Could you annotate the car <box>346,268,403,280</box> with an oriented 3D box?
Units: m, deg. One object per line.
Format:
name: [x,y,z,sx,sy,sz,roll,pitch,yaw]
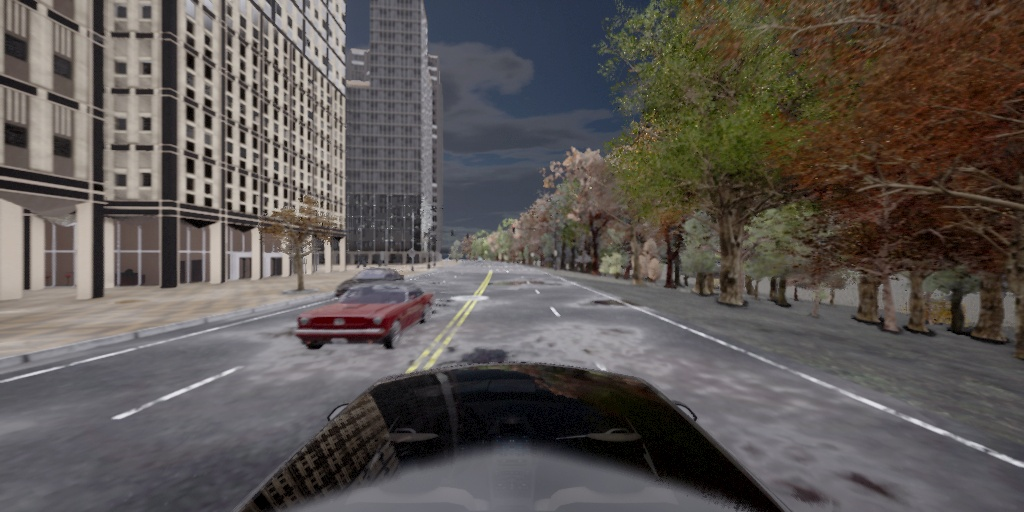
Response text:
car: [-6.757,1.314,17.840,2.033,1.411,5.357,0,0,-1]

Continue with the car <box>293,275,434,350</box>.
car: [-3.387,1.358,9.205,1.895,1.301,4.718,0,0,-1]
